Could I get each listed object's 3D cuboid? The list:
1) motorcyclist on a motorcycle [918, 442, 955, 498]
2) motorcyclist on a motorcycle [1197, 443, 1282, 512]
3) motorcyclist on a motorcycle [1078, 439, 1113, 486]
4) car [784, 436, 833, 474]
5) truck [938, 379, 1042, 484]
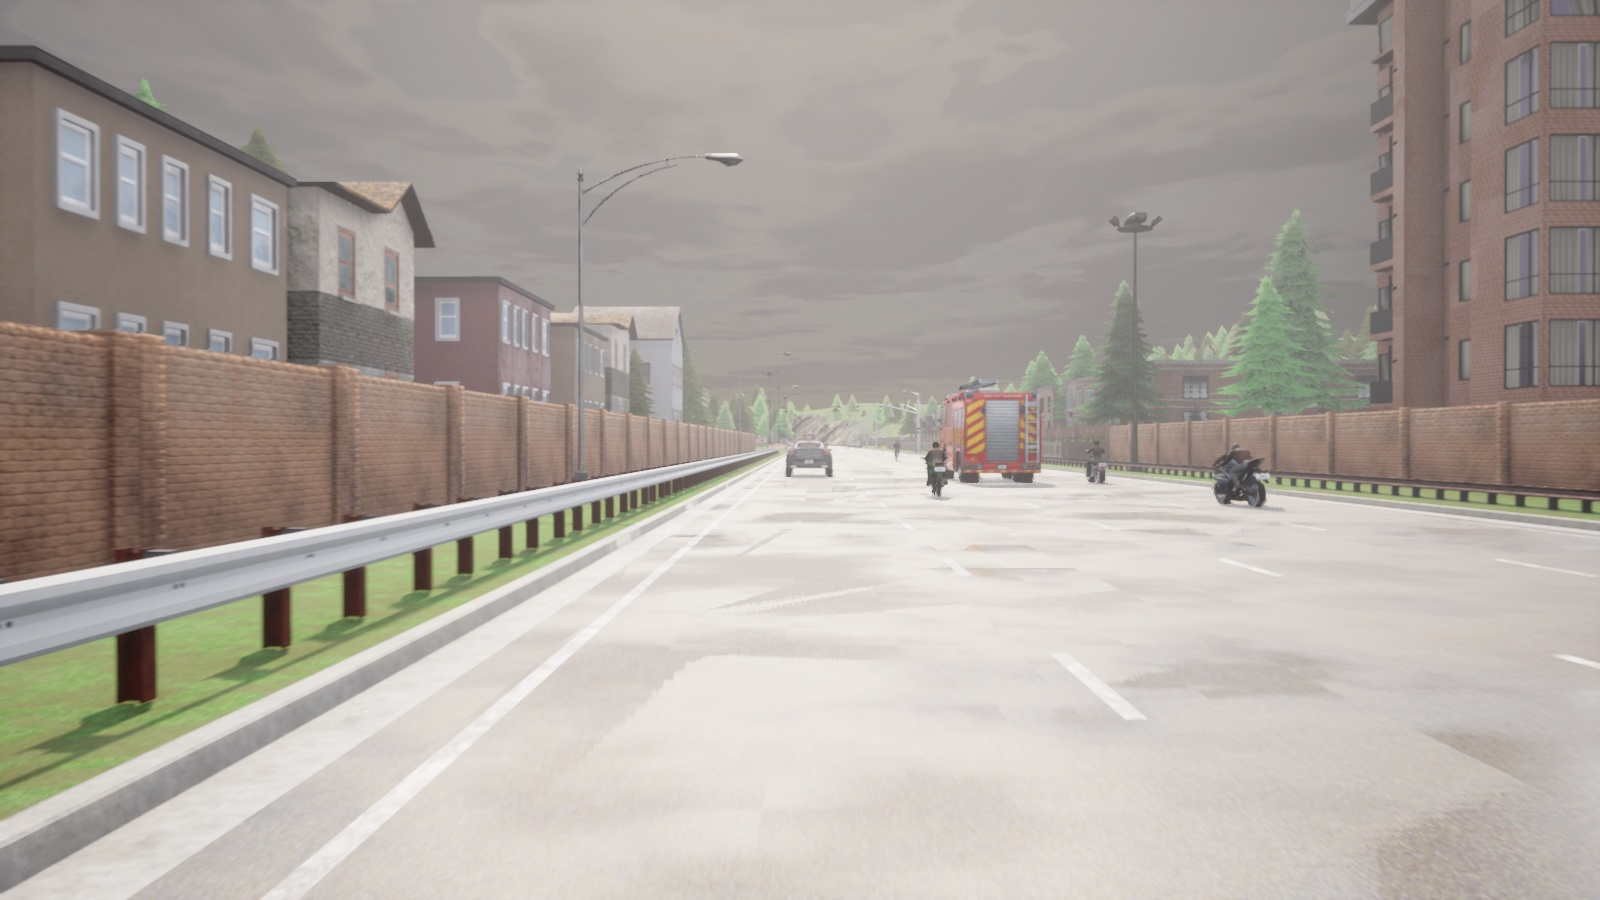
[{"bbox_3d":[3.750,0.532,34.681,0.797,1.523,2.044,0,0,0],"label":"motorcyclist on a motorcycle"},{"bbox_3d":[10.288,0.622,29.479,0.866,1.530,2.191,-2,1,-10],"label":"motorcyclist on a motorcycle"},{"bbox_3d":[10.827,0.442,46.073,0.766,1.649,2.350,0,0,0],"label":"motorcyclist on a motorcycle"},{"bbox_3d":[0.404,0.193,57.560,2.152,1.651,5.027,0,0,0],"label":"car"},{"bbox_3d":[7.354,-0.698,49.869,2.891,3.827,8.468,0,0,0],"label":"truck"}]
